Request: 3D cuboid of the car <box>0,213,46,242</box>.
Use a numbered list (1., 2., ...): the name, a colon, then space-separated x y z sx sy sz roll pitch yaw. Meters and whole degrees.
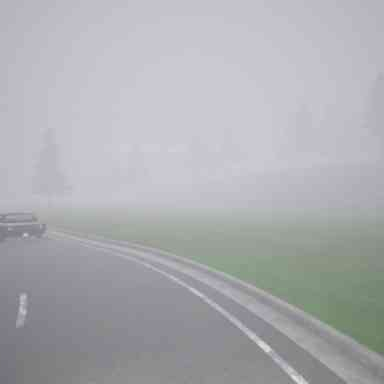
1. car: -9.316 1.741 17.419 1.895 1.301 4.718 -1 0 -41
